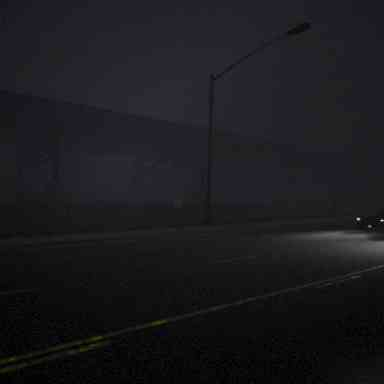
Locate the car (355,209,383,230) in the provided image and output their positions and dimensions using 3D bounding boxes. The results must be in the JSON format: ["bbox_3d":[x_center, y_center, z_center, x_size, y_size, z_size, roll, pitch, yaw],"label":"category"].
[{"bbox_3d":[12.655,1.797,21.606,4.718,1.301,1.895,1,0,-35],"label":"car"}]
